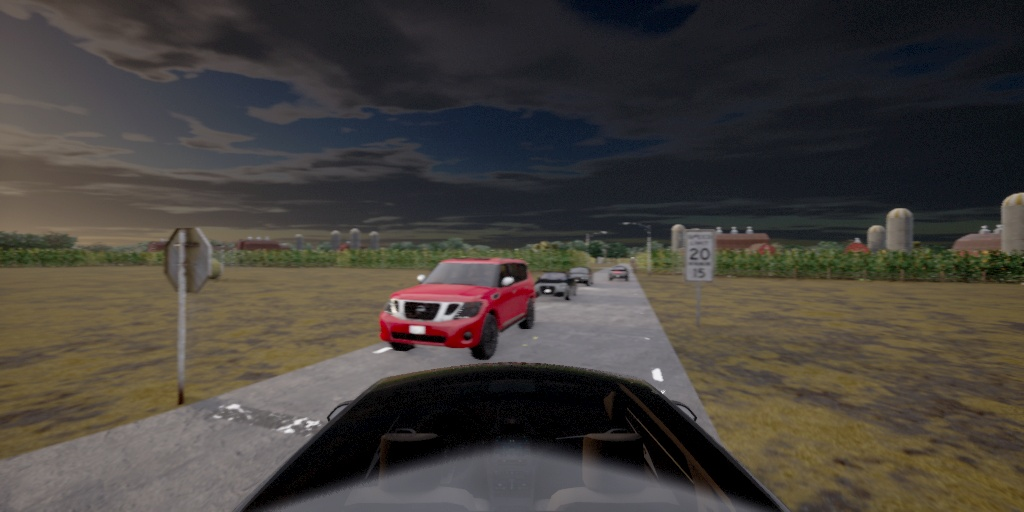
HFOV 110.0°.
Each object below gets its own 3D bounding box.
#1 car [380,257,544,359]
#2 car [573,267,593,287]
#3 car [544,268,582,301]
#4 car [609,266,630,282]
[{"bbox_3d":[-0.910,1.048,9.169,2.150,2.045,5.566,1,-1,17],"label":"car"},{"bbox_3d":[5.651,1.668,29.672,1.837,1.490,4.892,1,-1,18],"label":"car"},{"bbox_3d":[2.348,1.558,19.438,1.994,1.385,4.181,1,-1,18],"label":"car"},{"bbox_3d":[11.215,1.827,37.546,2.128,1.511,4.902,1,-1,19],"label":"car"}]
